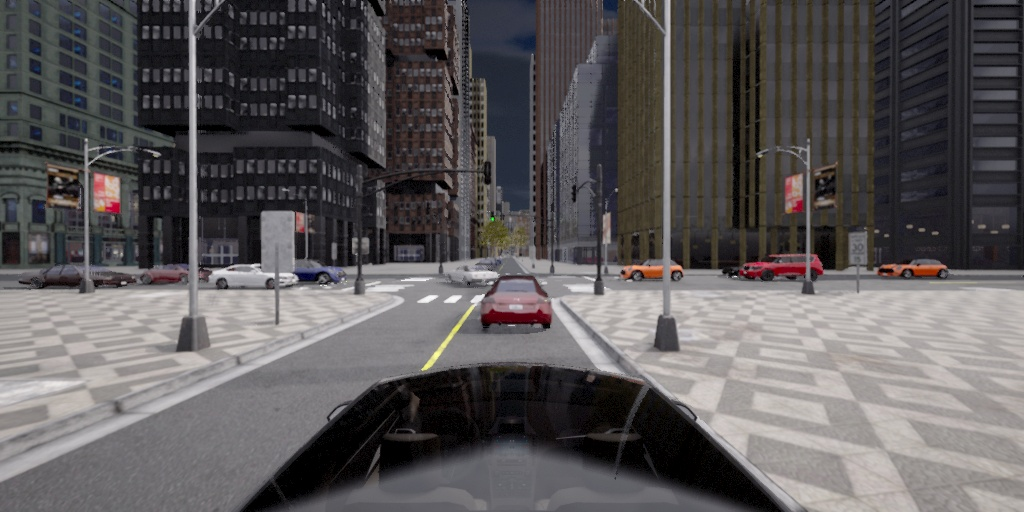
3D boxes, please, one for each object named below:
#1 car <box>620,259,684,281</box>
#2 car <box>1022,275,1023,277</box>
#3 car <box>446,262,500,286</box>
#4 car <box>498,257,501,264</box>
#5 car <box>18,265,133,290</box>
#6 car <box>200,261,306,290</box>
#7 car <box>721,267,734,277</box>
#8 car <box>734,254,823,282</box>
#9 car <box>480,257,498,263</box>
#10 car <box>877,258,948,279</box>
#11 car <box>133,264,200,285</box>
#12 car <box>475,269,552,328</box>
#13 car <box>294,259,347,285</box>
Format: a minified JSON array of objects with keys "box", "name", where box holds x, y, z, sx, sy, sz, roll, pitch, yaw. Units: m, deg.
[{"box":[10.831,1.019,28.013,4.553,1.767,2.097,0,0,0],"name":"car"},{"box":[43.515,1.258,27.885,5.357,1.411,2.033,0,0,0],"name":"car"},{"box":[-2.906,1.270,24.466,1.895,1.301,4.718,0,0,-31],"name":"car"},{"box":[-3.174,0.925,52.504,2.097,1.767,4.553,0,0,0],"name":"car"},{"box":[-25.813,1.221,21.389,5.357,1.411,2.033,0,0,0],"name":"car"},{"box":[-15.309,1.204,21.367,4.674,1.442,1.812,0,0,0],"name":"car"},{"box":[21.007,1.263,31.245,4.718,1.301,1.895,0,0,0],"name":"car"},{"box":[20.976,0.894,27.994,5.566,2.045,2.150,-1,0,0],"name":"car"},{"box":[-3.170,1.153,43.107,2.033,1.411,5.357,0,0,0],"name":"car"},{"box":[34.731,1.037,31.202,4.553,1.767,2.097,1,0,0],"name":"car"},{"box":[-22.733,1.221,24.629,4.181,1.385,1.994,0,0,0],"name":"car"},{"box":[0.170,1.281,11.257,1.994,1.385,4.181,0,0,2],"name":"car"},{"box":[-13.836,1.014,24.613,4.553,1.767,2.097,0,0,0],"name":"car"}]
